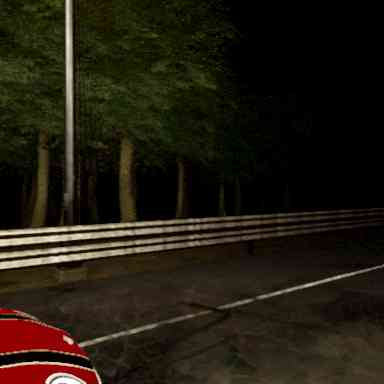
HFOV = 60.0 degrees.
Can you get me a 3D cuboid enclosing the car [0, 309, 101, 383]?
[{"bbox_3d":[-2.751,1.353,1.733,4.553,1.767,2.097,0,0,-35],"label":"car"}]
